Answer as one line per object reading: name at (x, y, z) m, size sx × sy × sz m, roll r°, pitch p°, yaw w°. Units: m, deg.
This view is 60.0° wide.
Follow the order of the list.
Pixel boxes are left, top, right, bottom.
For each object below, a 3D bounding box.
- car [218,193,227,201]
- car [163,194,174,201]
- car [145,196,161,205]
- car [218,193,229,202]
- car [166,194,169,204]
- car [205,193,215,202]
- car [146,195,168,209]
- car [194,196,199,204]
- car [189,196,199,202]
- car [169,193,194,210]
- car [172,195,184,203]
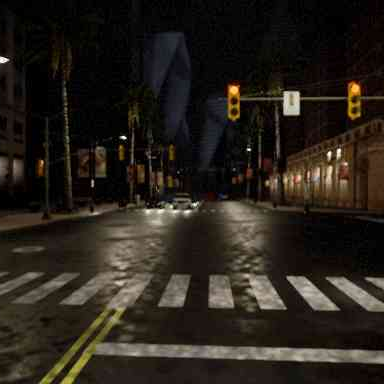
car at (8.183, 1.181, 88.411) m, size 2.150 × 2.045 × 5.566 m, roll 0°, pitch 0°, yaw 3°
car at (-5.723, 1.321, 81.709) m, size 2.185 × 1.767 × 4.553 m, roll 0°, pitch 0°, yaw 3°
car at (-6.994, 1.489, 59.815) m, size 2.161 × 1.482 × 4.786 m, roll 0°, pitch 0°, yaw 3°
car at (7.740, 1.490, 78.341) m, size 2.128 × 1.511 × 4.902 m, roll 0°, pitch 0°, yaw 3°
car at (-4.008, 1.454, 57.336) m, size 1.882 × 1.535 × 5.008 m, roll 0°, pitch 0°, yaw 3°
car at (4.229, 1.192, 78.165) m, size 2.150 × 2.045 × 5.566 m, roll 0°, pitch 0°, yaw 3°
car at (-4.746, 1.487, 44.145) m, size 1.837 × 1.490 × 4.892 m, roll 0°, pitch 0°, yaw 3°
car at (-0.127, 1.481, 63.355) m, size 1.837 × 1.490 × 4.892 m, roll 0°, pitch -1°, yaw 4°
car at (0.544, 1.522, 74.626) m, size 1.994 × 1.385 × 4.181 m, roll 0°, pitch 0°, yaw 3°
car at (-1.285, 1.204, 43.345) m, size 2.150 × 2.045 × 5.566 m, roll 0°, pitch 0°, yaw 3°
car at (-3.073, 1.496, 72.611) m, size 2.128 × 1.511 × 4.902 m, roll 0°, pitch 0°, yaw 3°
